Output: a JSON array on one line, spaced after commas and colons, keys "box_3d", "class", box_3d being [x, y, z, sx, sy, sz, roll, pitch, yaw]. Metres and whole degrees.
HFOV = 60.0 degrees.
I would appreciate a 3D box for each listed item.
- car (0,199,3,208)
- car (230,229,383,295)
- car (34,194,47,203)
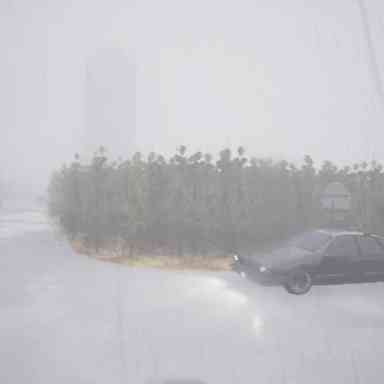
[{"box_3d": [-20.972, 1.066, 34.626, 1.994, 1.385, 4.181, 2, 0, -23], "class": "car"}, {"box_3d": [3.804, 1.742, 8.997, 5.357, 1.411, 2.033, 2, 0, -18], "class": "car"}, {"box_3d": [-24.748, 1.032, 54.781, 1.812, 1.442, 4.674, 2, 0, -17], "class": "car"}]
